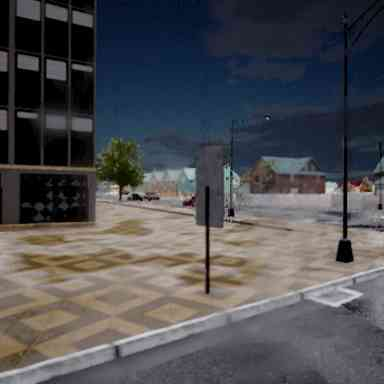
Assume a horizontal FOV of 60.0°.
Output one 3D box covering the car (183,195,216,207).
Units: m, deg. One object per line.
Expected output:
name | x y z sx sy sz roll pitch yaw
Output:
car | 0.871 1.113 43.875 2.033 1.411 5.357 0 0 -28

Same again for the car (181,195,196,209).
car | 0.385 1.123 37.822 1.812 1.442 4.674 0 0 -28

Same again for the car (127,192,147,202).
car | -9.926 0.917 57.598 1.837 1.490 4.892 0 0 -28

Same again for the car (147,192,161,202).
car | -7.229 0.778 59.460 2.097 1.767 4.553 0 0 -28
